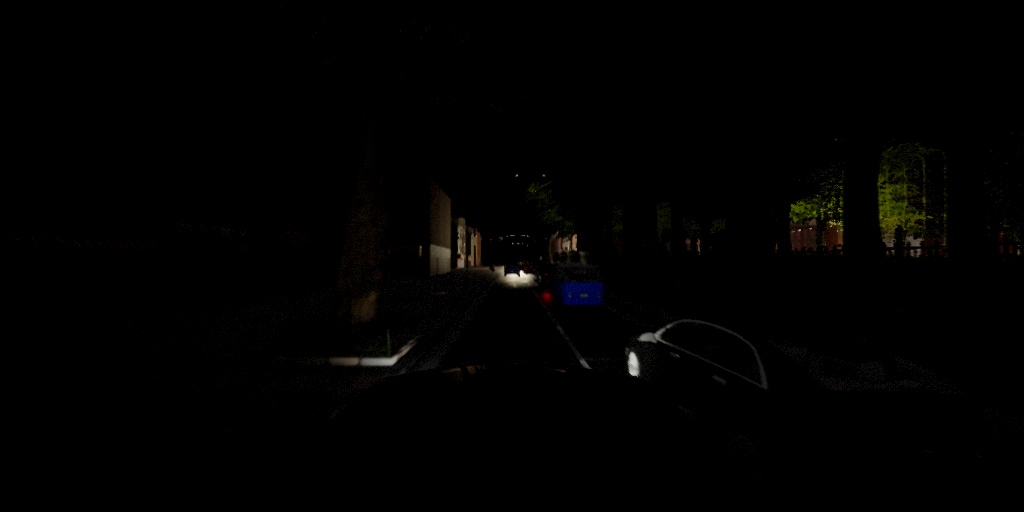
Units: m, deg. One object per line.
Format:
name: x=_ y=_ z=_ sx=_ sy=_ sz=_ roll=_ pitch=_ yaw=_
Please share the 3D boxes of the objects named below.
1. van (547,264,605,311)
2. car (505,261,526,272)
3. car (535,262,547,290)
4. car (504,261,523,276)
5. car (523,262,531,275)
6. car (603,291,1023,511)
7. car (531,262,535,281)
van: x=2.635 y=1.228 z=14.974 sx=1.690 sy=1.789 sz=3.998 roll=0 pitch=0 yaw=0
car: x=0.597 y=1.794 z=61.613 sx=2.097 sy=1.767 sz=4.553 roll=0 pitch=0 yaw=22
car: x=2.982 y=1.351 z=25.231 sx=2.097 sy=1.767 sz=4.553 roll=0 pitch=-1 yaw=0
car: x=0.003 y=1.702 z=44.529 sx=1.882 sy=1.535 sz=5.008 roll=0 pitch=-1 yaw=0
car: x=2.627 y=1.841 z=47.668 sx=1.802 sy=1.307 sz=4.207 roll=0 pitch=0 yaw=0
car: x=2.637 y=1.325 z=4.076 sx=2.007 sy=1.370 sz=4.403 roll=0 pitch=0 yaw=0
car: x=3.007 y=1.555 z=32.260 sx=1.882 sy=1.535 sz=5.008 roll=0 pitch=-1 yaw=0
